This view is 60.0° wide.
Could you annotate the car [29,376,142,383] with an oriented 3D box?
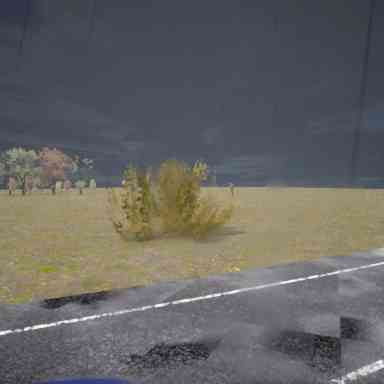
[{"bbox_3d":[-1.923,1.525,0.979,4.674,1.442,1.812,0,0,-30],"label":"car"}]
